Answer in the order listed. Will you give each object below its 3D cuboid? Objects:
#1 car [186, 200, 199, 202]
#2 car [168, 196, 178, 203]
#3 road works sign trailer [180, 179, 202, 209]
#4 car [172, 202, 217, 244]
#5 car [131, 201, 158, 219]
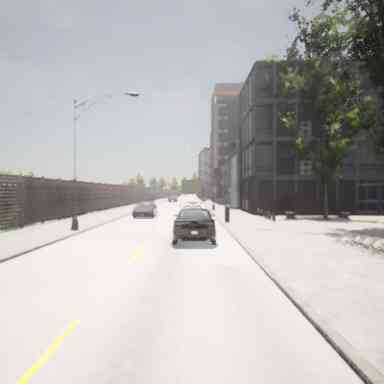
[{"bbox_3d":[0.090,1.511,34.223,1.812,1.442,4.674,0,0,0],"label":"car"},{"bbox_3d":[-4.009,1.501,70.443,2.128,1.511,4.902,0,0,0],"label":"car"},{"bbox_3d":[-0.015,0.349,37.883,2.380,3.560,2.880,0,5,0],"label":"road works sign trailer"},{"bbox_3d":[0.097,1.479,15.799,1.882,1.535,5.008,0,0,0],"label":"car"},{"bbox_3d":[-4.102,1.549,29.830,2.033,1.411,5.357,0,0,0],"label":"car"}]
